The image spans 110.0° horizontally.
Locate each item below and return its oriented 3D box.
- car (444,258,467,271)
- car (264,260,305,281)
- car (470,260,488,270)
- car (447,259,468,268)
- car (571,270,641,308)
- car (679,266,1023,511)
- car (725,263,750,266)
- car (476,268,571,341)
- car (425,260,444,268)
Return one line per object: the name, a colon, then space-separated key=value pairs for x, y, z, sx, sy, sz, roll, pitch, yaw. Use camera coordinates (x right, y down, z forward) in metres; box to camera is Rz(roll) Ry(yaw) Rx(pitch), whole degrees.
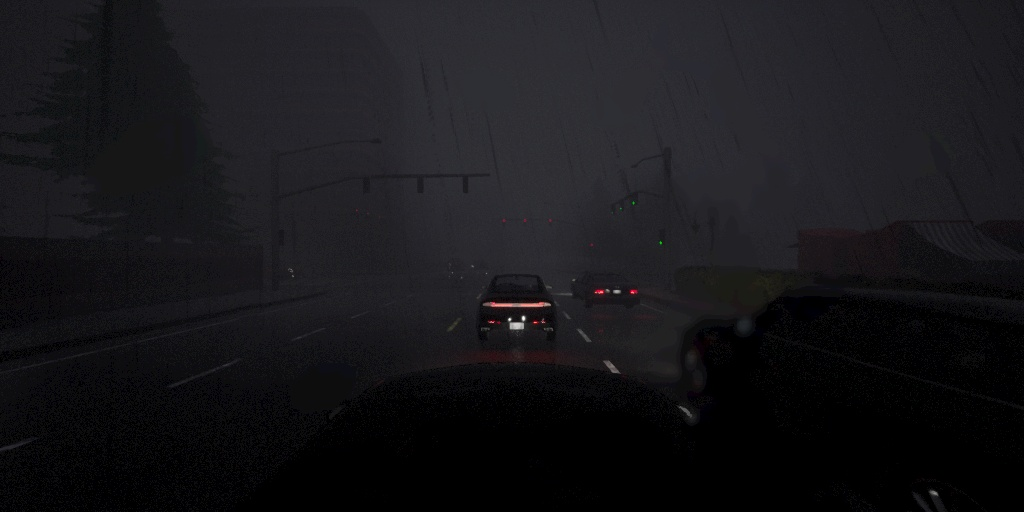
car: x=-7.625 y=1.104 z=47.908 sx=2.097 sy=1.767 sz=4.553 roll=0 pitch=0 yaw=-12
car: x=-19.718 y=1.158 z=29.734 sx=4.553 sy=1.767 sz=2.097 roll=0 pitch=0 yaw=1
car: x=-4.714 y=1.314 z=51.535 sx=1.994 sy=1.385 sz=4.181 roll=0 pitch=0 yaw=-18
car: x=-9.527 y=1.275 z=62.630 sx=1.812 sy=1.442 sz=4.674 roll=0 pitch=0 yaw=-33
car: x=3.707 y=1.297 z=15.050 sx=2.033 sy=1.411 sz=5.357 roll=0 pitch=0 yaw=1
car: x=3.613 y=1.105 z=3.690 sx=2.097 sy=1.767 sz=4.553 roll=0 pitch=0 yaw=0
car: x=20.356 y=1.369 z=32.805 sx=4.181 sy=1.385 sz=1.994 roll=0 pitch=0 yaw=1
car: x=0.135 y=1.242 z=9.873 sx=2.128 sy=1.511 sz=4.902 roll=0 pitch=0 yaw=1
car: x=-12.553 y=1.350 z=60.951 sx=1.895 sy=1.301 sz=4.718 roll=0 pitch=0 yaw=-34
